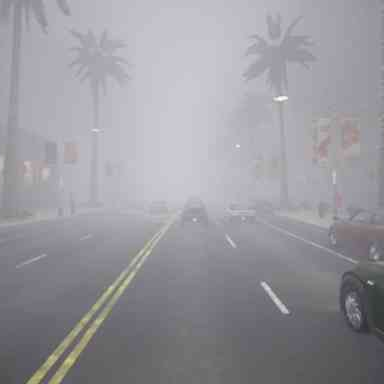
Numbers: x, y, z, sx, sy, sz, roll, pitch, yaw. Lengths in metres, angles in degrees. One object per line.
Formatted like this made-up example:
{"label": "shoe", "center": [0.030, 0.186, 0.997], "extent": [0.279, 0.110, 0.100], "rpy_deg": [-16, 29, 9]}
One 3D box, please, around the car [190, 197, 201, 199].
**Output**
{"label": "car", "center": [0.399, 1.350, 40.332], "extent": [2.097, 1.767, 4.553], "rpy_deg": [0, 0, 1]}

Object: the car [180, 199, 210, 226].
{"label": "car", "center": [0.211, 1.503, 23.624], "extent": [1.837, 1.490, 4.892], "rpy_deg": [0, 0, 1]}

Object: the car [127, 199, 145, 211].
{"label": "car", "center": [-6.737, 1.544, 41.576], "extent": [2.033, 1.411, 5.357], "rpy_deg": [0, 0, 1]}

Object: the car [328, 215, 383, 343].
{"label": "car", "center": [3.600, 1.352, 3.911], "extent": [2.097, 1.767, 4.553], "rpy_deg": [0, 0, 0]}

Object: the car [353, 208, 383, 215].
{"label": "car", "center": [6.602, 1.354, 11.781], "extent": [2.185, 1.767, 4.553], "rpy_deg": [0, 0, 0]}

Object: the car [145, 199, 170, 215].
{"label": "car", "center": [-3.352, 1.502, 34.566], "extent": [1.837, 1.490, 4.892], "rpy_deg": [0, 0, 1]}

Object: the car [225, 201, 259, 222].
{"label": "car", "center": [3.740, 1.599, 26.345], "extent": [1.895, 1.301, 4.718], "rpy_deg": [0, 0, 1]}

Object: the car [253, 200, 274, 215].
{"label": "car", "center": [6.917, 1.511, 33.711], "extent": [2.161, 1.482, 4.786], "rpy_deg": [0, 0, 0]}
